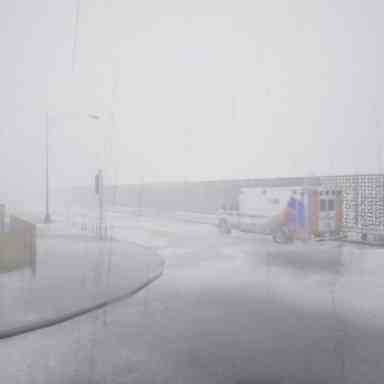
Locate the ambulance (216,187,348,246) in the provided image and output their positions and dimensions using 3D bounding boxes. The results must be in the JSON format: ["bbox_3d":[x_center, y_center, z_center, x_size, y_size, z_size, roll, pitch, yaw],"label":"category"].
[{"bbox_3d":[3.760,1.031,15.720,2.351,2.431,6.366,0,0,-35],"label":"ambulance"}]
